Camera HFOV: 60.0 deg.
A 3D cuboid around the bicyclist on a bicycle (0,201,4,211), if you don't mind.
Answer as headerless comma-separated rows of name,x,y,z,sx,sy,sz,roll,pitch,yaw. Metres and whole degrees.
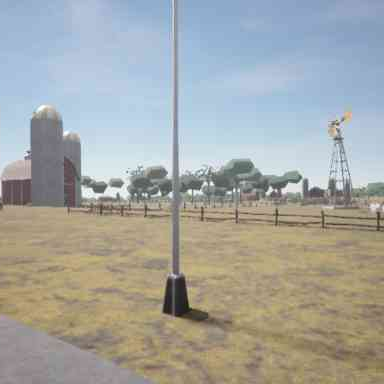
bicyclist on a bicycle,-28.748,2.133,49.913,1.656,1.620,0.582,-1,-2,36
